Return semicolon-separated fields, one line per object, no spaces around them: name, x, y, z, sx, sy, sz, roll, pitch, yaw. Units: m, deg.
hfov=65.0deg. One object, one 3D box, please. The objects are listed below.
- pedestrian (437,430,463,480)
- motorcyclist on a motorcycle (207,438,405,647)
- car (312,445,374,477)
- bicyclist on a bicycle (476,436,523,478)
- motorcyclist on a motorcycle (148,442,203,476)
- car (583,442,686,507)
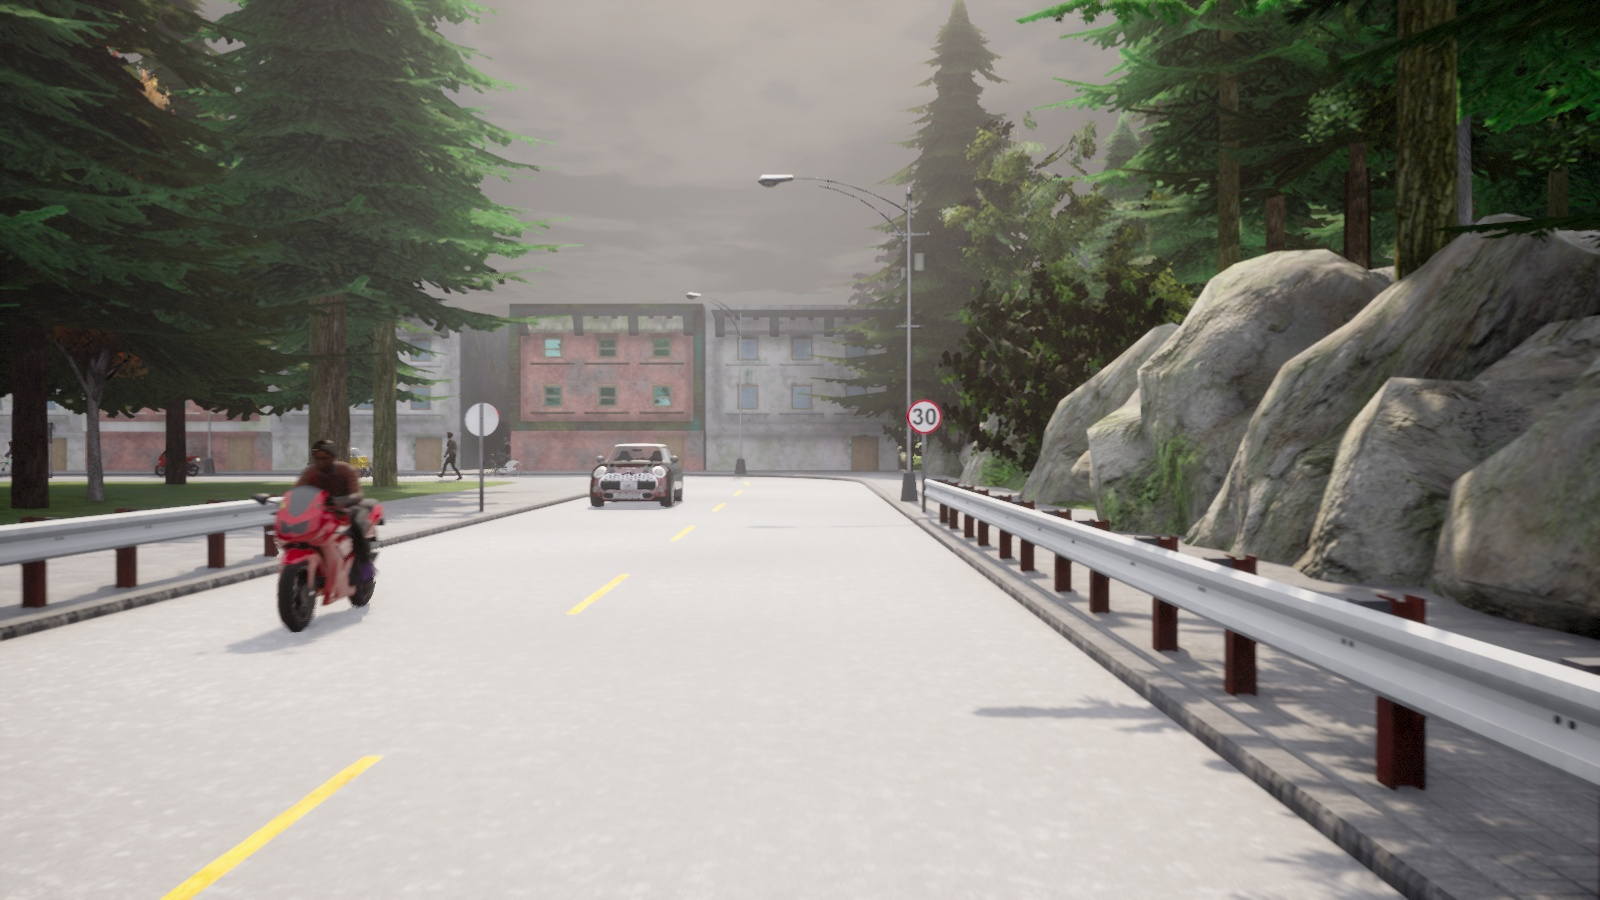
pedestrian;-12.894;0.185;46.295;0.869;1.805;0.328;0;0;0
motorcyclist on a motorcycle;-3.948;0.666;10.240;0.797;1.523;2.044;0;1;0
car;-20.254;0.471;55.678;2.207;1.376;1.481;0;0;1
bicyclist on a bicycle;-13.272;0.291;55.522;1.843;1.776;0.659;2;0;3
motorcyclist on a motorcycle;-27.709;0.392;55.758;2.044;1.523;0.797;0;0;1
car;-3.884;0.539;30.094;1.970;1.475;3.806;0;0;0
